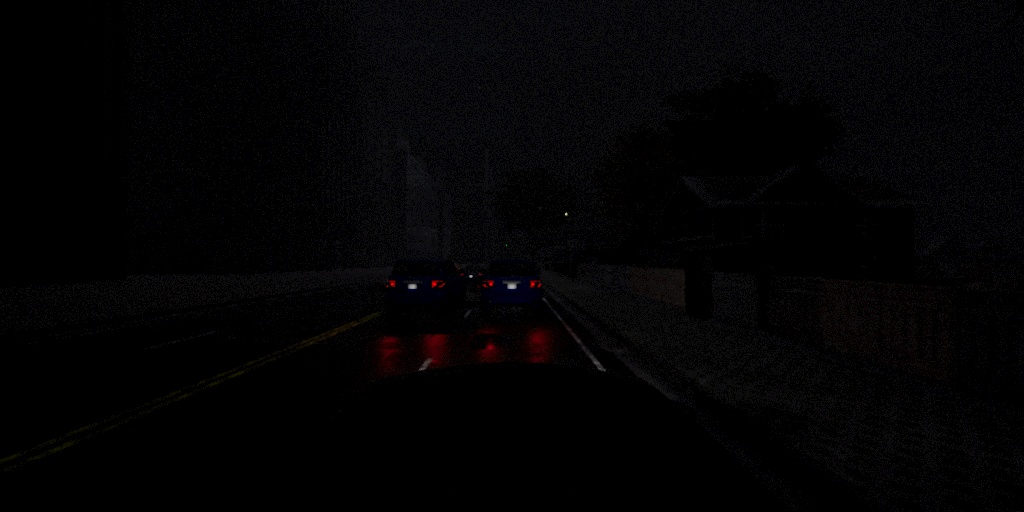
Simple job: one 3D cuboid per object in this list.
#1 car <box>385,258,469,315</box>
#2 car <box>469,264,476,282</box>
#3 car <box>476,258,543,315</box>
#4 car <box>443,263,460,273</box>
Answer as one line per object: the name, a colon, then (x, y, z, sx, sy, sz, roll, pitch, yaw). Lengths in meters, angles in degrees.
car: (-3.248, 1.108, 14.422, 2.150, 2.045, 5.566, 0, 0, 0)
car: (-3.243, 1.619, 30.434, 1.994, 1.385, 4.181, 0, -1, 0)
car: (0.003, 1.108, 14.428, 2.150, 2.045, 5.566, 0, 0, 0)
car: (-9.845, 1.863, 58.747, 1.882, 1.535, 5.008, 0, -1, 0)
